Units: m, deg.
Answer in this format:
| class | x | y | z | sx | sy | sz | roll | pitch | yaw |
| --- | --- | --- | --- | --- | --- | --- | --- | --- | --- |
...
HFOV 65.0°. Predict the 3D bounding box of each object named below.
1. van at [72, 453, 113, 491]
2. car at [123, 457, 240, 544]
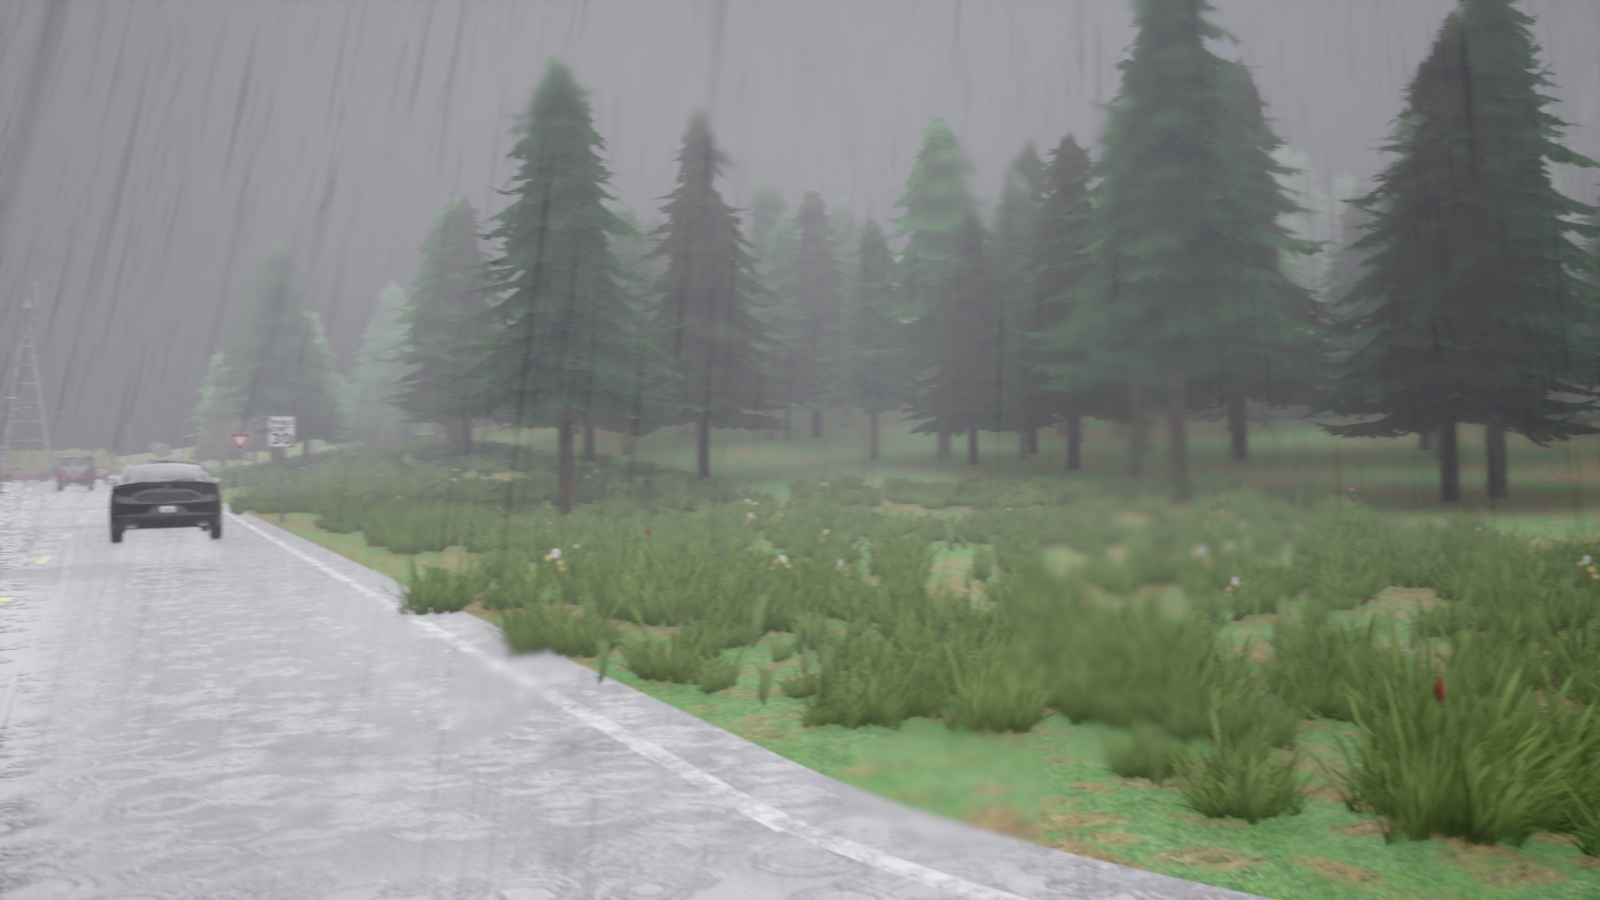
| class | x | y | z | sx | sy | sz | roll | pitch | yaw |
| --- | --- | --- | --- | --- | --- | --- | --- | --- | --- |
| van | -39.156 | 1.183 | 69.545 | 1.775 | 1.987 | 4.442 | -1 | 0 | -27 |
| car | -12.352 | 0.920 | 25.025 | 1.882 | 1.535 | 5.008 | -1 | 0 | -27 |
